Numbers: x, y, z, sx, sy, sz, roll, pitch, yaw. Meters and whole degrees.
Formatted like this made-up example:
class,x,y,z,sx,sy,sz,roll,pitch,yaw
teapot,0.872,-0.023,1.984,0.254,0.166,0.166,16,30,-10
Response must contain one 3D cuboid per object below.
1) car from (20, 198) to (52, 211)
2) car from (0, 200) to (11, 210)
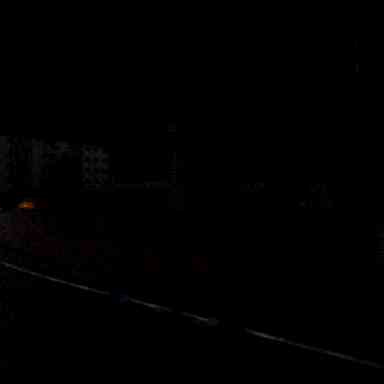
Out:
class,x,y,z,sx,sy,sz,roll,pitch,yaw
car,-19.776,1.505,42.384,1.882,1.535,5.008,0,0,6
car,-23.438,1.554,39.388,1.812,1.442,4.674,0,0,2
